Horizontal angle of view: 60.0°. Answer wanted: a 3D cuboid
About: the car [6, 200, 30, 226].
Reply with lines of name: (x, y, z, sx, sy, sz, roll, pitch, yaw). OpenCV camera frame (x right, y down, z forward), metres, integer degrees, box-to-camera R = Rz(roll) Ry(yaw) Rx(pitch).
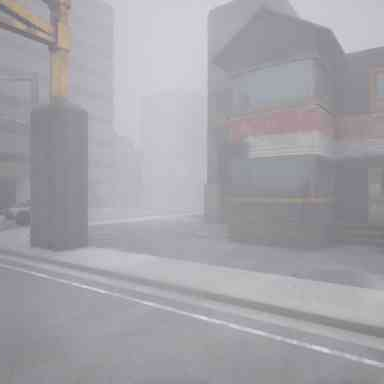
car: (-9.766, 1.398, 22.767, 2.038, 1.542, 4.974, 0, 0, 15)

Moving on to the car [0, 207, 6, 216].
car: (-12.924, 1.234, 25.466, 4.536, 1.218, 1.853, 0, 0, -30)

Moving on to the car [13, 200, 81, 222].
car: (-9.753, 1.240, 22.816, 1.853, 1.218, 4.536, 0, 0, 15)
